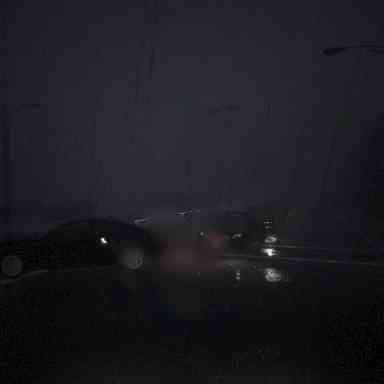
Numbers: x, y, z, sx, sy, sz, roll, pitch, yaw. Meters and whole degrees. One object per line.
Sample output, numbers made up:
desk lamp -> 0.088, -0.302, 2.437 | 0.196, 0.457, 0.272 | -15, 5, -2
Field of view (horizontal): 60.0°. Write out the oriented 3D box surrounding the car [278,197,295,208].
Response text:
car -> 13.624, 1.469, 47.636 | 2.128, 1.511, 4.902 | 0, 0, 19

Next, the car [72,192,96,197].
car -> -18.369, 1.249, 53.741 | 4.514, 1.523, 2.007 | 0, 0, 19

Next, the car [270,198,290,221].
car -> 5.916, 1.475, 24.914 | 2.128, 1.511, 4.902 | 0, 0, 19

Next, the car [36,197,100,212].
car -> -8.991, 1.356, 24.197 | 3.633, 1.501, 1.845 | 0, 0, 19

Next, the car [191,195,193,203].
car -> -2.349, 1.053, 44.636 | 3.866, 1.878, 1.905 | 0, 0, 19

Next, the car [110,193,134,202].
car -> -13.694, 1.046, 65.309 | 4.605, 1.855, 1.932 | 0, 0, 19

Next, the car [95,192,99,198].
car -> -21.737, 1.299, 67.996 | 3.806, 1.475, 1.970 | 0, 0, 19

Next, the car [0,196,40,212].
car -> -15.061, 1.356, 29.403 | 3.806, 1.475, 1.970 | 0, 0, 19

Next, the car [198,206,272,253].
car -> 1.841, 1.514, 13.866 | 1.812, 1.442, 4.674 | 0, 0, 25

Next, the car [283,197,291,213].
car -> 7.803, 1.487, 30.475 | 1.837, 1.490, 4.892 | 0, 0, 19

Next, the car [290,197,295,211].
car -> 9.852, 1.544, 36.510 | 1.994, 1.385, 4.181 | 0, 0, 19

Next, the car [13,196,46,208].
car -> -21.619, 1.274, 44.291 | 3.633, 1.501, 1.845 | 0, 0, 19

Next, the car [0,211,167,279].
car -> -3.264, 1.475, 9.850 | 5.008, 1.535, 1.882 | 0, 0, -15

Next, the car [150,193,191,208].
car -> -2.892, 1.075, 41.752 | 4.605, 1.855, 1.932 | 0, 0, 19

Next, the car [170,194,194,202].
car -> -1.984, 1.258, 68.667 | 4.514, 1.523, 2.007 | 0, 0, 19

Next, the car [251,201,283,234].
car -> 3.997, 1.490, 19.271 | 1.837, 1.490, 4.892 | 0, 0, 19

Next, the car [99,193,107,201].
car -> -20.090, 1.015, 70.948 | 3.866, 1.878, 1.905 | 0, 0, 19

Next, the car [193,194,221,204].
car -> 1.760, 1.126, 56.753 | 5.027, 1.636, 2.152 | 0, 0, 19

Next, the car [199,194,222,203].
car -> 3.515, 1.203, 62.934 | 3.806, 1.475, 1.970 | 0, 0, 19

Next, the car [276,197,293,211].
car -> 11.734, 1.484, 42.063 | 1.837, 1.490, 4.892 | 0, 0, 19
